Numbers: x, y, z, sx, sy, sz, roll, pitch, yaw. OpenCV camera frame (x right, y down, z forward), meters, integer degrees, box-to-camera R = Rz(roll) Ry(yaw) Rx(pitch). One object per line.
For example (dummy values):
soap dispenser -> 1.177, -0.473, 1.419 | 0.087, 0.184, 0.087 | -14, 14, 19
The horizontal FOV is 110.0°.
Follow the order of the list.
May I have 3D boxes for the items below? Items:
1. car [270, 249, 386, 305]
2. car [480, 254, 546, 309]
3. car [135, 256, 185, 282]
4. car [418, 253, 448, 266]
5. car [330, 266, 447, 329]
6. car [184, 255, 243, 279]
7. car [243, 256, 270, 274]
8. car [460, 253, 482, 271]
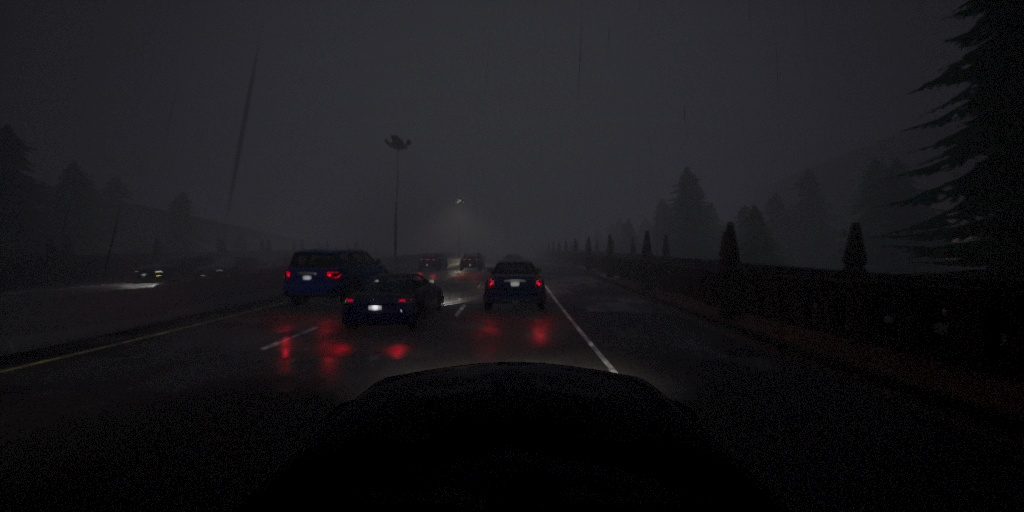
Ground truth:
car -> -6.899, 0.730, 14.752 | 2.150, 2.045, 5.566 | 0, 2, 0
car -> 0.102, 0.885, 13.978 | 2.097, 1.767, 4.553 | 0, 2, 0
car -> -21.096, 0.741, 22.956 | 1.837, 1.490, 4.892 | 0, 2, 0
car -> -6.897, 0.443, 31.552 | 2.128, 1.511, 4.902 | 0, 2, 0
car -> -3.399, 1.197, 10.910 | 1.994, 1.385, 4.181 | 0, 2, 0
car -> -17.597, 0.769, 22.745 | 1.812, 1.442, 4.674 | 0, 2, 0
car -> -14.097, 0.721, 22.727 | 1.882, 1.535, 5.008 | 0, 2, 0
car -> -3.397, 0.443, 31.541 | 2.128, 1.511, 4.902 | 0, 2, 0
